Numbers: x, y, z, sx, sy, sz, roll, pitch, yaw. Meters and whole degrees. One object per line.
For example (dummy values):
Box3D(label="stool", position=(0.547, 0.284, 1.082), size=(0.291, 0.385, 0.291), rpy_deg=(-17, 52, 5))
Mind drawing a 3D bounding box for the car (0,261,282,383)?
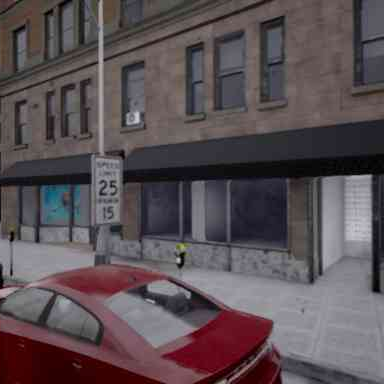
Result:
Box3D(label="car", position=(-1.246, 1.575, 3.968), size=(4.507, 1.381, 1.887), rpy_deg=(-1, 0, 36))
